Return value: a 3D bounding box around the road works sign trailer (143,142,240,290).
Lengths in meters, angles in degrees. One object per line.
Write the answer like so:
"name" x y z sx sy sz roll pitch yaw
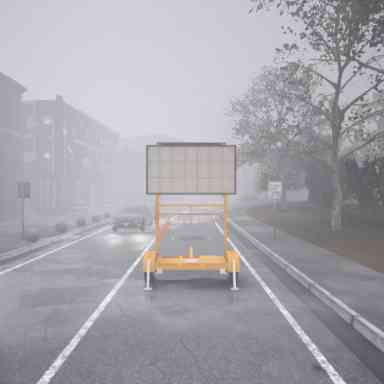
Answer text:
"road works sign trailer" -0.020 0.467 9.035 2.380 3.560 2.880 0 0 0

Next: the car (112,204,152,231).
"car" -3.574 1.510 20.498 1.837 1.490 4.892 0 0 1

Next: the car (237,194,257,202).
"car" 11.264 1.252 68.111 4.902 1.511 2.128 -1 0 -38
